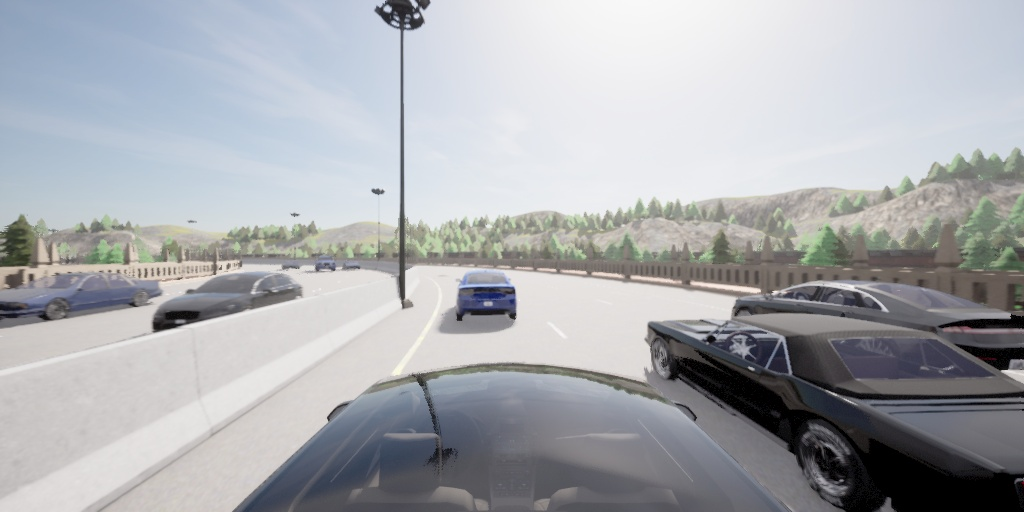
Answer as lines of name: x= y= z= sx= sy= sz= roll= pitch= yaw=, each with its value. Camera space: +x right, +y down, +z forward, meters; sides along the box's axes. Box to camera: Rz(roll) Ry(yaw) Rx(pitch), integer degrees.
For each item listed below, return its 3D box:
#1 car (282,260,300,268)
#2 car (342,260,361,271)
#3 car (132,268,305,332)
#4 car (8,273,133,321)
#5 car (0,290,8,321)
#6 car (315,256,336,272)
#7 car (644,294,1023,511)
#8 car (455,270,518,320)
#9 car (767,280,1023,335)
car: x=-31.339 y=1.319 z=50.815 sx=1.994 sy=1.385 sz=4.181 roll=0 pitch=0 yaw=-36
car: x=-22.777 y=1.292 z=50.825 sx=2.033 sy=1.411 sz=5.357 roll=0 pitch=0 yaw=-33
car: x=-7.951 y=1.259 z=10.661 sx=1.837 sy=1.490 sz=4.892 roll=0 pitch=0 yaw=-8
car: x=-15.219 y=1.308 z=12.619 sx=2.033 sy=1.411 sz=5.357 roll=0 pitch=0 yaw=-9
car: x=-10.895 y=1.286 z=4.797 sx=1.812 sy=1.442 sz=4.674 roll=0 pitch=0 yaw=-4
car: x=-24.108 y=0.974 z=46.340 sx=2.150 sy=2.045 sz=5.566 roll=0 pitch=0 yaw=-31
car: x=3.358 y=1.345 z=4.282 sx=1.895 sy=1.301 sz=4.718 roll=0 pitch=0 yaw=-3
car: x=-0.984 y=1.222 z=12.762 sx=1.882 sy=1.535 sz=5.008 roll=0 pitch=0 yaw=-7
car: x=6.619 y=1.231 z=7.211 sx=2.128 sy=1.511 sz=4.902 roll=0 pitch=0 yaw=-4
